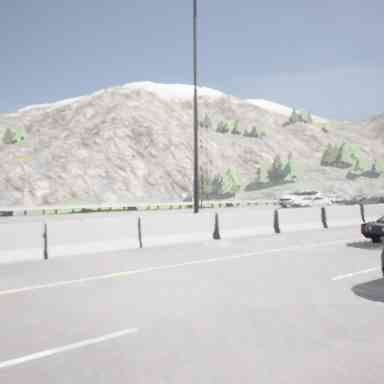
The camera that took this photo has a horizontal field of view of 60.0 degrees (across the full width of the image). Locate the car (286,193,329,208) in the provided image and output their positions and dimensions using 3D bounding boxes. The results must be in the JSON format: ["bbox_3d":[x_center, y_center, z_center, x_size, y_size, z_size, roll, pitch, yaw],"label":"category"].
[{"bbox_3d":[12.631,1.128,35.052,4.674,1.442,1.812,-1,1,-25],"label":"car"}]

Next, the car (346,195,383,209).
[{"bbox_3d":[16.246,1.101,29.020,5.008,1.535,1.882,-1,0,-24],"label":"car"}]

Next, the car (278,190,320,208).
[{"bbox_3d":[12.721,0.789,38.960,5.566,2.045,2.150,-1,0,-24],"label":"car"}]

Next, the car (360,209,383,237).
[{"bbox_3d":[9.051,1.414,13.381,4.718,1.301,1.895,-1,1,-30],"label":"car"}]

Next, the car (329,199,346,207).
[{"bbox_3d":[16.510,1.079,32.983,4.902,1.511,2.128,-1,0,-24],"label":"car"}]

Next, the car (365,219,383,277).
[{"bbox_3d":[6.387,1.388,7.741,4.892,1.490,1.837,-1,0,-32],"label":"car"}]
